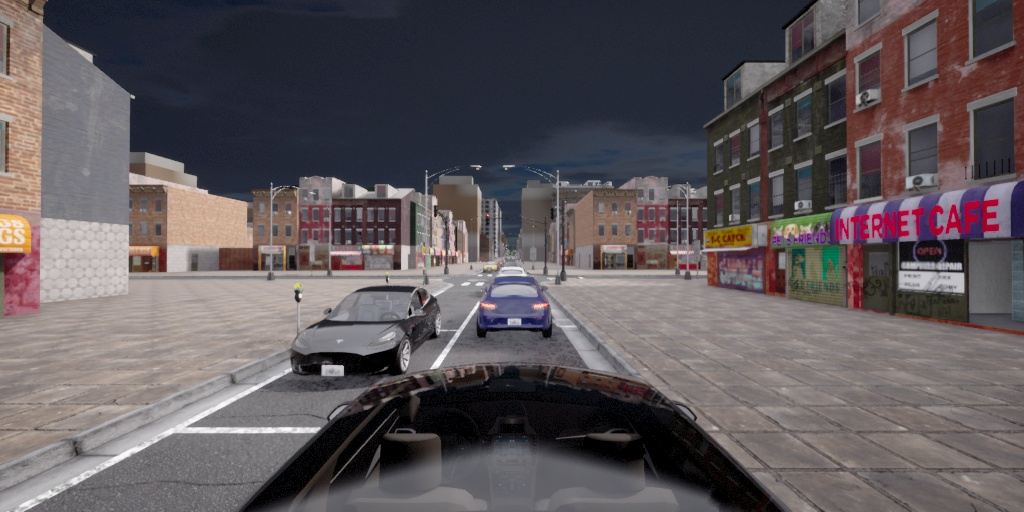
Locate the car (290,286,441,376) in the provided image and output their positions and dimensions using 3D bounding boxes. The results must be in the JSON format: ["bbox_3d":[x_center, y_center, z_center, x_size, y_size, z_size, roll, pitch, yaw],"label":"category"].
[{"bbox_3d":[-2.647,1.317,7.459,1.948,1.339,4.313,0,0,0],"label":"car"}]

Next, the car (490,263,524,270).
[{"bbox_3d":[-0.011,1.284,19.275,1.812,1.442,4.674,0,0,0],"label":"car"}]

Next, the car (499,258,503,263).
[{"bbox_3d":[-2.717,1.354,50.833,1.888,1.381,4.507,0,0,0],"label":"car"}]

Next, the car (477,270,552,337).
[{"bbox_3d":[0.065,1.278,10.141,1.812,1.442,4.674,0,0,0],"label":"car"}]

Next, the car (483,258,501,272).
[{"bbox_3d":[-2.708,1.322,45.058,1.751,1.417,4.829,0,0,0],"label":"car"}]
